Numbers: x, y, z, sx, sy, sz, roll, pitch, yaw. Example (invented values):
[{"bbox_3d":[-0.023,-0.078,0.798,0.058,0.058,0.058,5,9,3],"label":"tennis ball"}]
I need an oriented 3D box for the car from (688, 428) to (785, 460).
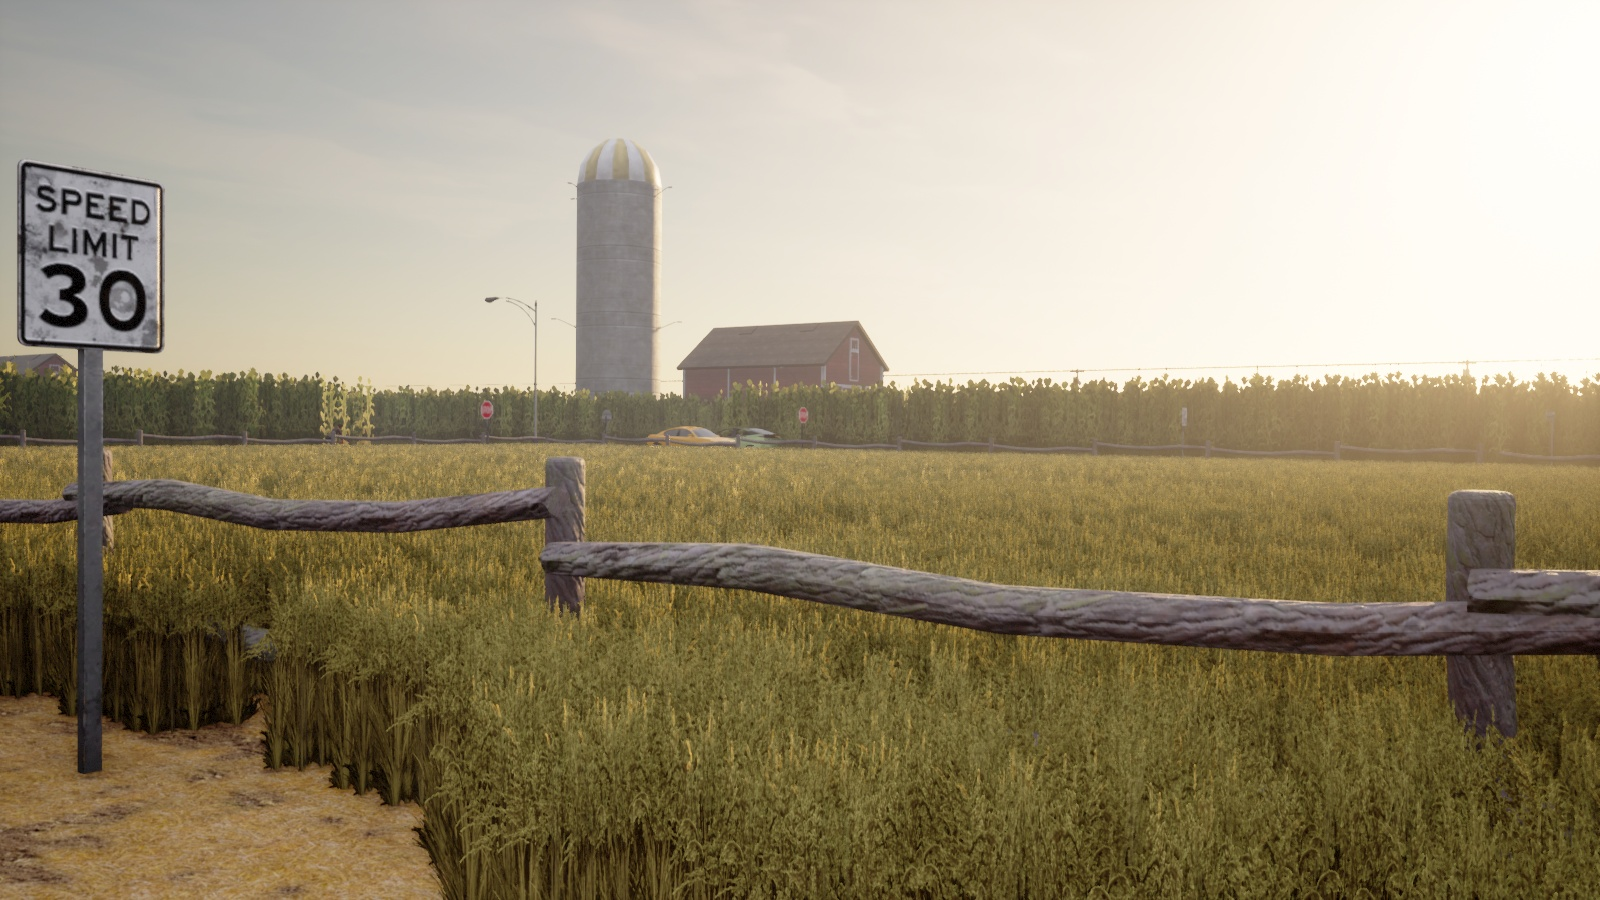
[{"bbox_3d":[-3.135,-0.334,61.763,4.514,1.525,2.007,1,1,36],"label":"car"}]

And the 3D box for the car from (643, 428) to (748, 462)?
[{"bbox_3d":[-4.967,-0.254,59.323,5.008,1.535,1.882,1,1,39],"label":"car"}]
